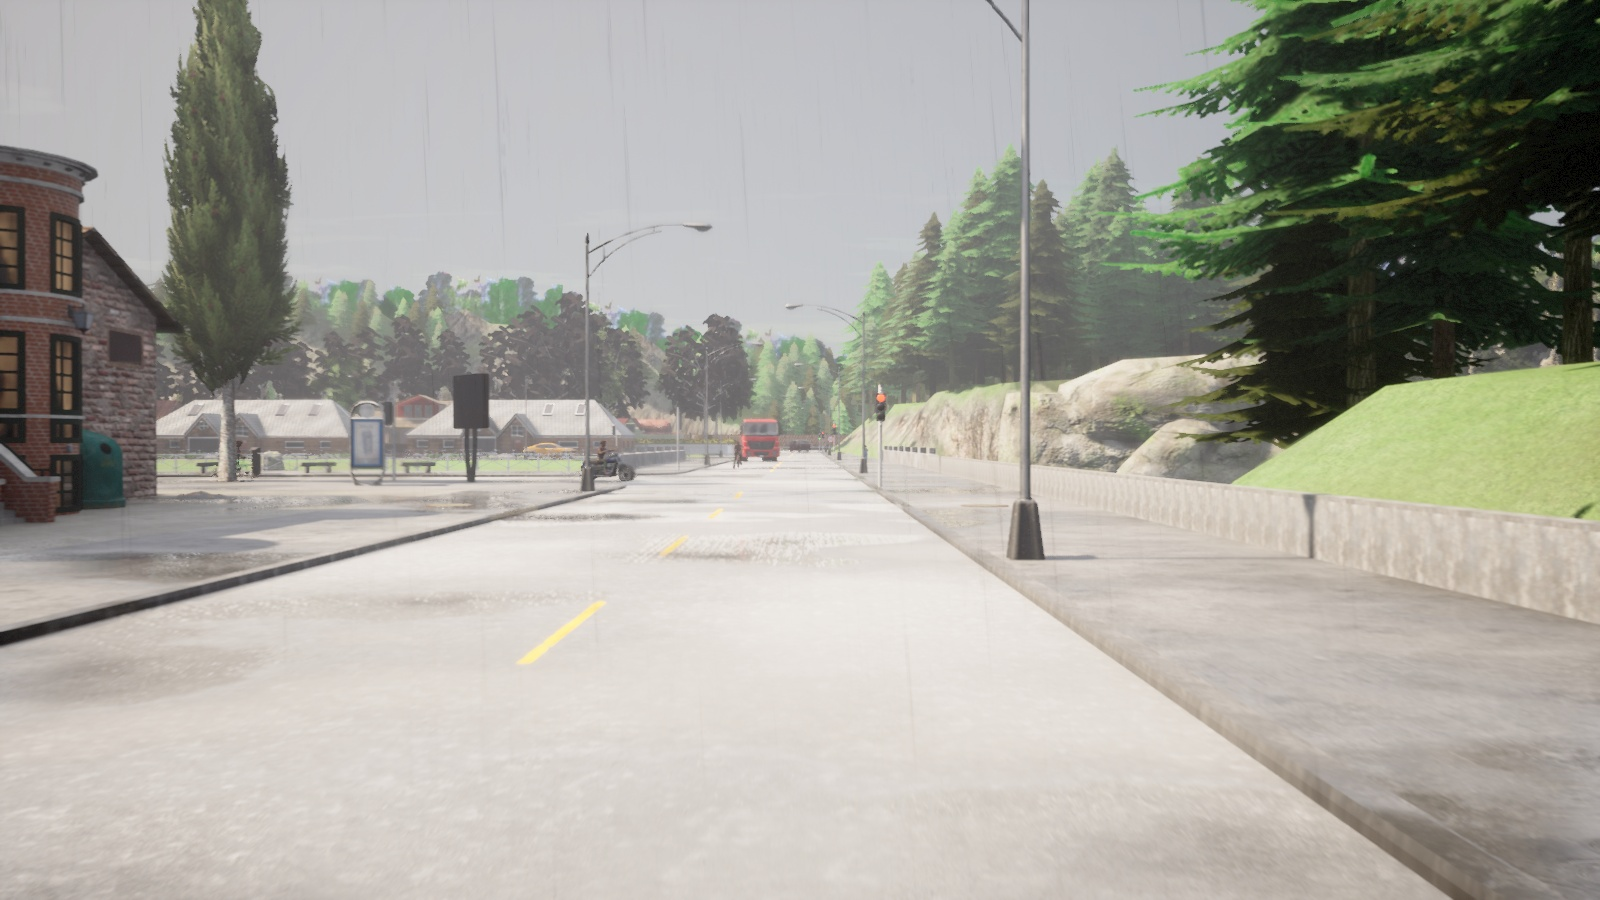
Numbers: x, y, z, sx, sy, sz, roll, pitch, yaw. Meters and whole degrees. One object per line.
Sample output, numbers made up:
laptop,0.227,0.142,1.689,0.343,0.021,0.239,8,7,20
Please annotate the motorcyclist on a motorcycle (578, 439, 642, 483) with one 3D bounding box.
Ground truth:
motorcyclist on a motorcycle,-7.299,0.418,48.211,2.350,1.649,0.766,0,2,22
